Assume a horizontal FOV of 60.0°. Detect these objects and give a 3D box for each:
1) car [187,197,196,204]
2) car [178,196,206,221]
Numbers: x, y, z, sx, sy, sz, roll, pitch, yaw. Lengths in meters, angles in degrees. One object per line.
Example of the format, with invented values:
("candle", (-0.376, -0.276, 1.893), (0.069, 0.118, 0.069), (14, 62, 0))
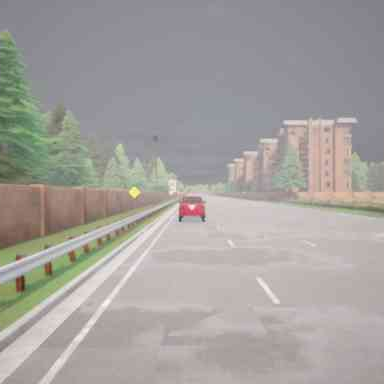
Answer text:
("car", (-0.095, 1.739, 69.122), (1.837, 1.490, 4.892), (0, -1, 0))
("car", (0.003, 1.320, 28.245), (2.150, 2.045, 5.566), (0, 0, 0))
